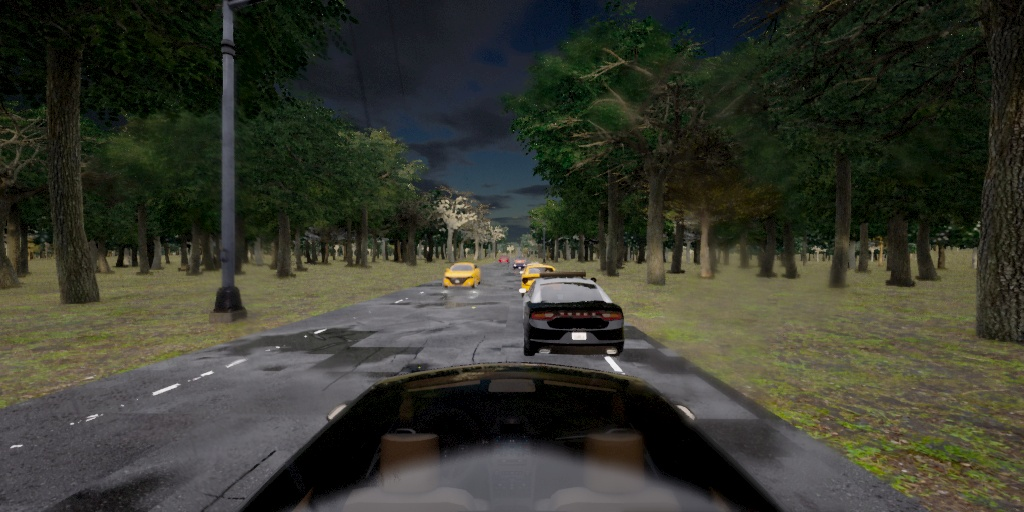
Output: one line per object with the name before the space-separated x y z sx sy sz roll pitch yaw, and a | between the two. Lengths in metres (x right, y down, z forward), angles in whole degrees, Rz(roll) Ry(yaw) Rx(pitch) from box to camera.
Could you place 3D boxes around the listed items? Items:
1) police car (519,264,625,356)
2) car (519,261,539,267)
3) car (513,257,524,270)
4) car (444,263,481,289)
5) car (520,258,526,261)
police car | 1.208 1.170 8.728 1.930 1.638 5.238 0 0 1
car | 1.431 1.208 18.618 1.882 1.535 5.008 0 0 1
car | 1.087 1.229 48.591 1.895 1.301 4.718 0 0 2
car | -3.116 1.198 23.293 1.882 1.535 5.008 0 0 1
car | 1.570 1.172 24.806 1.801 1.575 5.366 0 0 1
